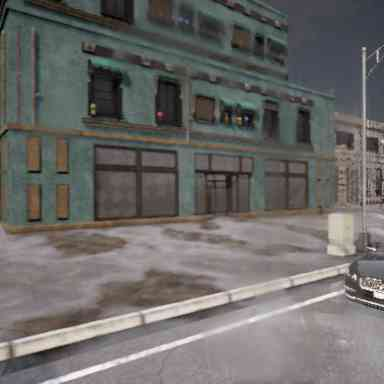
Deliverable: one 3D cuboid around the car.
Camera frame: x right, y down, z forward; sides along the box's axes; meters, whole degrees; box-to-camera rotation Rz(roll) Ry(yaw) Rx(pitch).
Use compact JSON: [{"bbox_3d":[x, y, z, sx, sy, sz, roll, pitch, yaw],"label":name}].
[{"bbox_3d":[5.160,1.501,7.028,4.892,1.490,1.837,0,0,-35],"label":"car"}]
